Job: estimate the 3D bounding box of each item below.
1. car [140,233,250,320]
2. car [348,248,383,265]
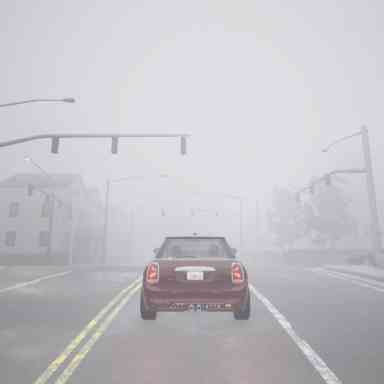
[{"bbox_3d":[0.076,1.790,8.230,2.097,1.767,4.553,0,-6,0],"label":"car"},{"bbox_3d":[16.221,5.693,29.058,4.892,1.490,1.837,0,-12,1],"label":"car"}]
